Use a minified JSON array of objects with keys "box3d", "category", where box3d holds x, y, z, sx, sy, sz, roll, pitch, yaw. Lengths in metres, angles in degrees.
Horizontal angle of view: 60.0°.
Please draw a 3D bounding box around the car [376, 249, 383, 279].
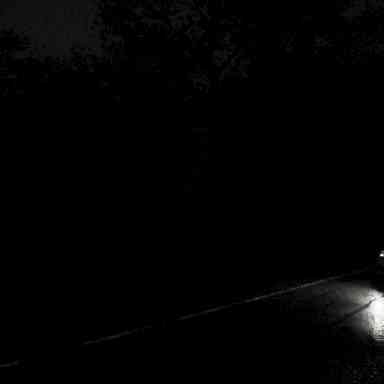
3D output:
[{"box3d":[6.697,1.508,8.654,4.674,1.442,1.812,0,0,-35],"category":"car"}]
